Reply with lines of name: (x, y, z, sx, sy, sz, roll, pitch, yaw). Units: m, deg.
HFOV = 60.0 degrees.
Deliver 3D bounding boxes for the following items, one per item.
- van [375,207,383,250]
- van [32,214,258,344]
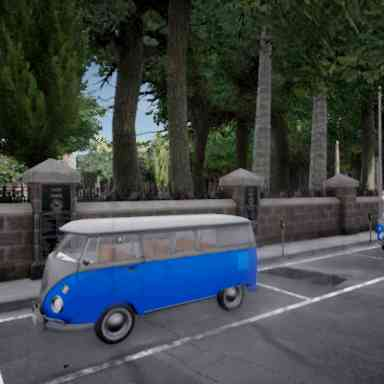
van: (8.621, 1.324, 12.658, 3.998, 1.788, 1.690, 0, 0, -35)
van: (-0.602, 1.338, 6.101, 3.998, 1.788, 1.690, 0, 0, -35)
